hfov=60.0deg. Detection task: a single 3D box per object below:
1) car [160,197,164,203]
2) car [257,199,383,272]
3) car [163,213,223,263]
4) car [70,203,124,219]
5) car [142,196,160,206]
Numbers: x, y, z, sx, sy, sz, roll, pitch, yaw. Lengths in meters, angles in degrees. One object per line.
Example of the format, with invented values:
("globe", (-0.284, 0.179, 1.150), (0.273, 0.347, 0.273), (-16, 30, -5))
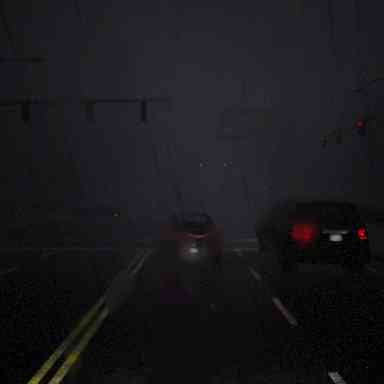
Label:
("car", (-7.001, 1.700, 71.012), (1.895, 1.301, 4.718), (0, 0, 0))
("car", (3.623, 1.238, 10.964), (2.150, 2.045, 5.566), (0, 0, 1))
("car", (-0.030, 1.510, 12.015), (2.128, 1.511, 4.902), (0, 0, -2))
("car", (-8.319, 1.644, 28.897), (4.718, 1.301, 1.895), (0, 0, 30))
("car", (-7.058, 1.434, 55.789), (2.097, 1.767, 4.553), (0, 0, 0))
